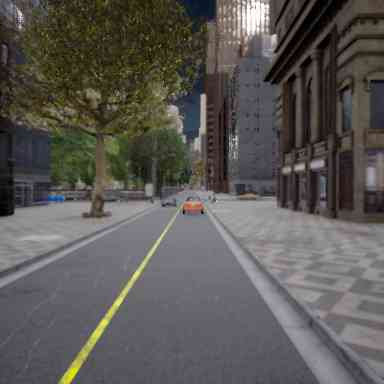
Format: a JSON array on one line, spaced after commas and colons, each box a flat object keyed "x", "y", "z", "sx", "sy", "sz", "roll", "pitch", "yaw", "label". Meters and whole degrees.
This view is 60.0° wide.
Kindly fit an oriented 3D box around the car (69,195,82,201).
[{"x": -25.930, "y": 1.273, "z": 71.290, "sx": 4.403, "sy": 1.369, "sz": 2.008, "roll": 0, "pitch": 1, "yaw": 0, "label": "car"}]

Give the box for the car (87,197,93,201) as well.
[{"x": -20.405, "y": 1.277, "z": 71.256, "sx": 4.206, "sy": 1.307, "sz": 1.802, "roll": 0, "pitch": 1, "yaw": 0, "label": "car"}]

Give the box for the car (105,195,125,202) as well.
[{"x": -14.921, "y": 1.329, "z": 62.696, "sx": 4.403, "sy": 1.369, "sz": 2.008, "roll": 0, "pitch": 1, "yaw": 0, "label": "car"}]

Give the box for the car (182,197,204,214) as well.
[{"x": 0.104, "y": 1.245, "z": 34.481, "sx": 2.097, "sy": 1.767, "sz": 4.553, "roll": 0, "pitch": 0, "yaw": 0, "label": "car"}]

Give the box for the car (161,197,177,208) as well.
[{"x": -3.024, "y": 1.390, "z": 45.065, "sx": 1.994, "sy": 1.385, "sz": 4.181, "roll": 0, "pitch": 0, "yaw": 0, "label": "car"}]

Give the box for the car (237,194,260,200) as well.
[{"x": 11.942, "y": 0.982, "z": 71.054, "sx": 4.829, "sy": 1.417, "sz": 1.752, "roll": -1, "pitch": 1, "yaw": 0, "label": "car"}]

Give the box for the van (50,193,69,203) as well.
[{"x": -25.972, "y": 1.178, "z": 62.761, "sx": 3.998, "sy": 1.788, "sz": 1.690, "roll": 0, "pitch": 1, "yaw": 0, "label": "van"}]
